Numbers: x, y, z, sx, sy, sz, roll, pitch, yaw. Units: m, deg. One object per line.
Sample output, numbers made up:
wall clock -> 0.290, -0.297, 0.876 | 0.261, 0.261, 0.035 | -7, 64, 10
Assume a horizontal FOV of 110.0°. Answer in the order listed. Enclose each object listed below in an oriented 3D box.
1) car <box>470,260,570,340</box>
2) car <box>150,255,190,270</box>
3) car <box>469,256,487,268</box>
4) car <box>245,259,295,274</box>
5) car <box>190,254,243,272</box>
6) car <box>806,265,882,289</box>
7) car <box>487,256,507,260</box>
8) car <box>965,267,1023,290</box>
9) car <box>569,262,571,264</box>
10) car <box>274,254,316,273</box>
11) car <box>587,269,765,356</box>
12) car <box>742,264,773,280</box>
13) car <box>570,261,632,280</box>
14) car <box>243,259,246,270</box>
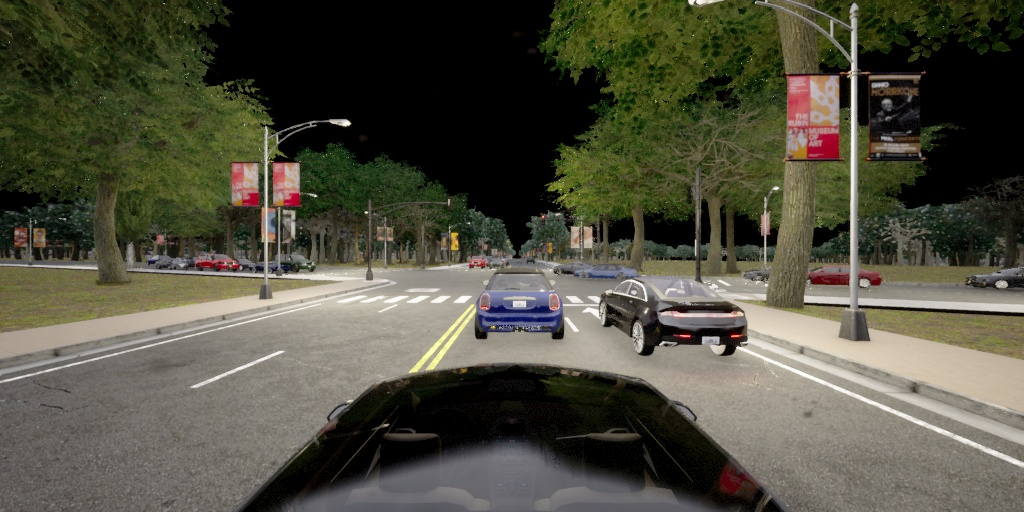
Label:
car -> 0.200, 1.104, 10.190 | 2.097, 1.767, 4.553 | 0, 0, 1
car -> -44.252, 1.029, 46.707 | 4.902, 1.511, 2.128 | 0, 0, 24
car -> -5.576, 0.989, 58.008 | 2.150, 2.045, 5.566 | 0, 0, 1
car -> -25.999, 1.232, 38.517 | 4.718, 1.301, 1.895 | 0, 0, 27
car -> -35.062, 0.804, 42.580 | 5.566, 2.045, 2.150 | 0, 0, 24
car -> 21.738, 1.367, 24.502 | 5.008, 1.535, 1.882 | 0, 0, 24
car -> -2.348, 1.119, 55.937 | 2.097, 1.767, 4.553 | 0, 0, 1
car -> 32.906, 1.450, 23.066 | 4.892, 1.490, 1.837 | -1, 0, 24
car -> 6.468, 1.274, 35.793 | 4.902, 1.511, 2.128 | 1, 1, 40
car -> -25.503, 0.848, 41.873 | 5.566, 2.045, 2.150 | 0, 0, 24
car -> 3.435, 1.243, 8.599 | 2.128, 1.511, 4.902 | 0, 0, 0
car -> 21.140, 1.369, 28.332 | 4.902, 1.511, 2.128 | 0, 0, 24
car -> 8.060, 1.355, 30.612 | 5.357, 1.411, 2.033 | 0, 0, 24
car -> -34.661, 1.083, 45.970 | 4.892, 1.490, 1.837 | 0, 0, 24
